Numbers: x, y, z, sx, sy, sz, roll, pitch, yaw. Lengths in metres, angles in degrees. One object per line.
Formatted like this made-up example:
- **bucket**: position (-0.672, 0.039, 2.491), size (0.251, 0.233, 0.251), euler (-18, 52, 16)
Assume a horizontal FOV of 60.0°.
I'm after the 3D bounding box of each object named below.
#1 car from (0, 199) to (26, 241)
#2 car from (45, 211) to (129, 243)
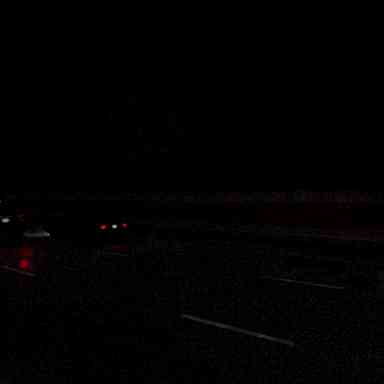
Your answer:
- **car**: position (-10.425, 1.404, 16.791), size (5.566, 2.045, 2.150), euler (-1, 0, 41)
- **car**: position (-5.521, 1.692, 17.153), size (5.357, 1.411, 2.033), euler (-1, 0, 40)
